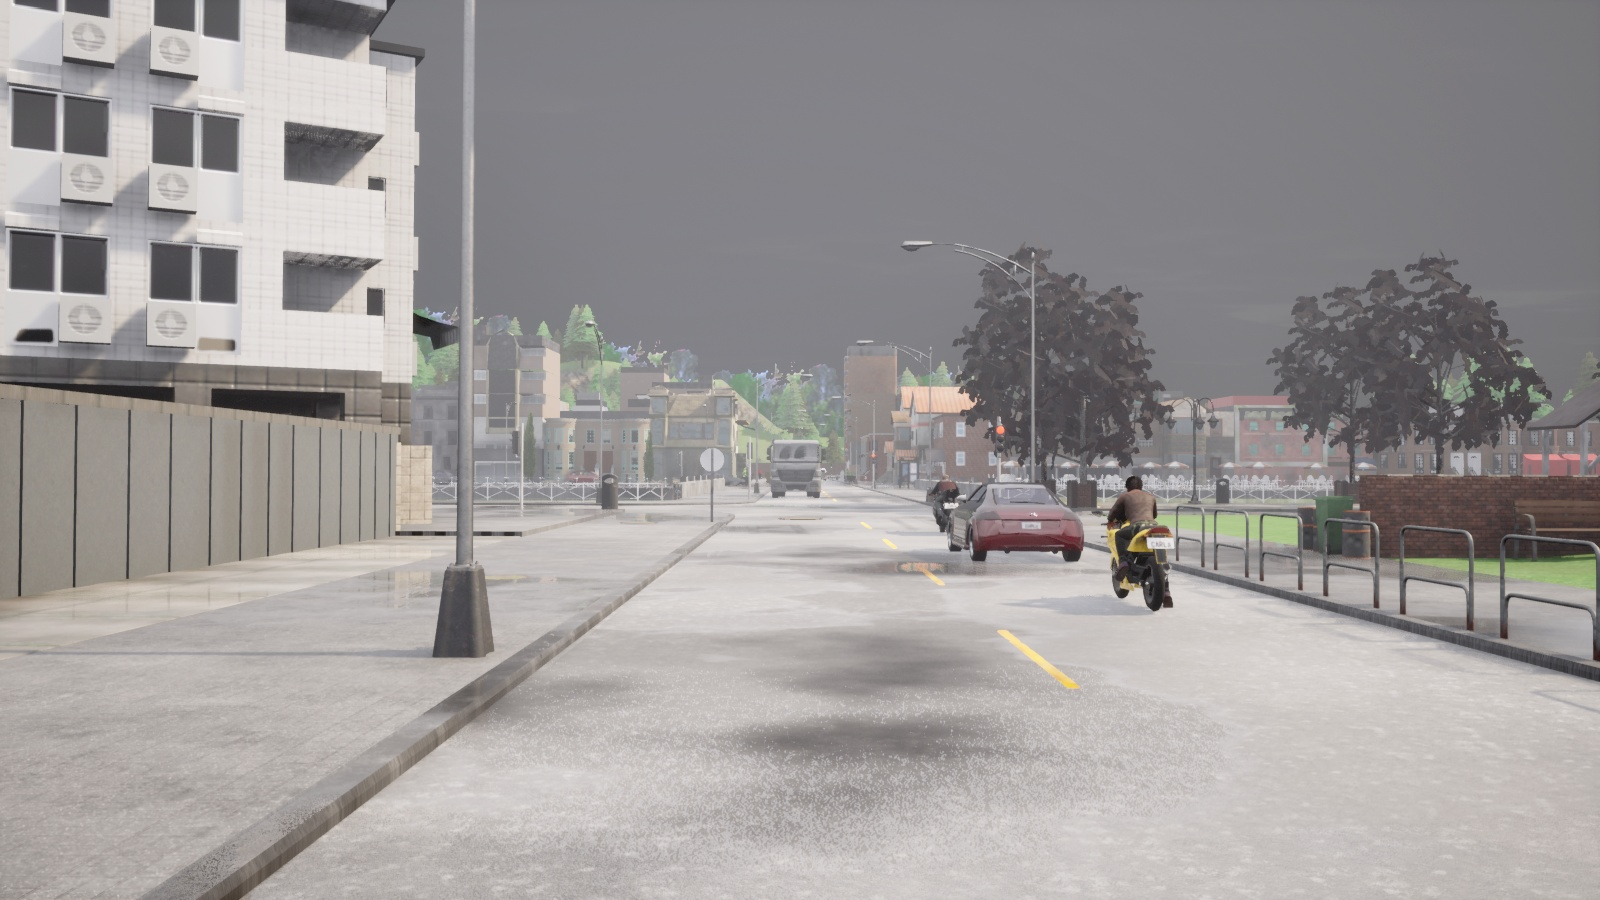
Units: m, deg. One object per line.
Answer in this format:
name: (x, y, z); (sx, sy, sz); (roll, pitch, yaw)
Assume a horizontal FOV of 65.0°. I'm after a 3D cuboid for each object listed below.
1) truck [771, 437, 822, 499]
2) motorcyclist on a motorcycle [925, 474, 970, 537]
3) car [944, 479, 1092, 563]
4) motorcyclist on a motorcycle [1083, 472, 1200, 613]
truck: (-0.218, 1.085, 74.708); (2.891, 3.462, 7.936); (0, -1, 0)
motorcyclist on a motorcycle: (3.677, 1.362, 31.448); (0.866, 1.530, 2.191); (0, -1, 0)
car: (3.933, 1.254, 23.348); (1.994, 1.385, 4.181); (0, -1, 0)
motorcyclist on a motorcycle: (3.957, 1.028, 14.727); (0.797, 1.523, 2.044); (0, -1, 0)
